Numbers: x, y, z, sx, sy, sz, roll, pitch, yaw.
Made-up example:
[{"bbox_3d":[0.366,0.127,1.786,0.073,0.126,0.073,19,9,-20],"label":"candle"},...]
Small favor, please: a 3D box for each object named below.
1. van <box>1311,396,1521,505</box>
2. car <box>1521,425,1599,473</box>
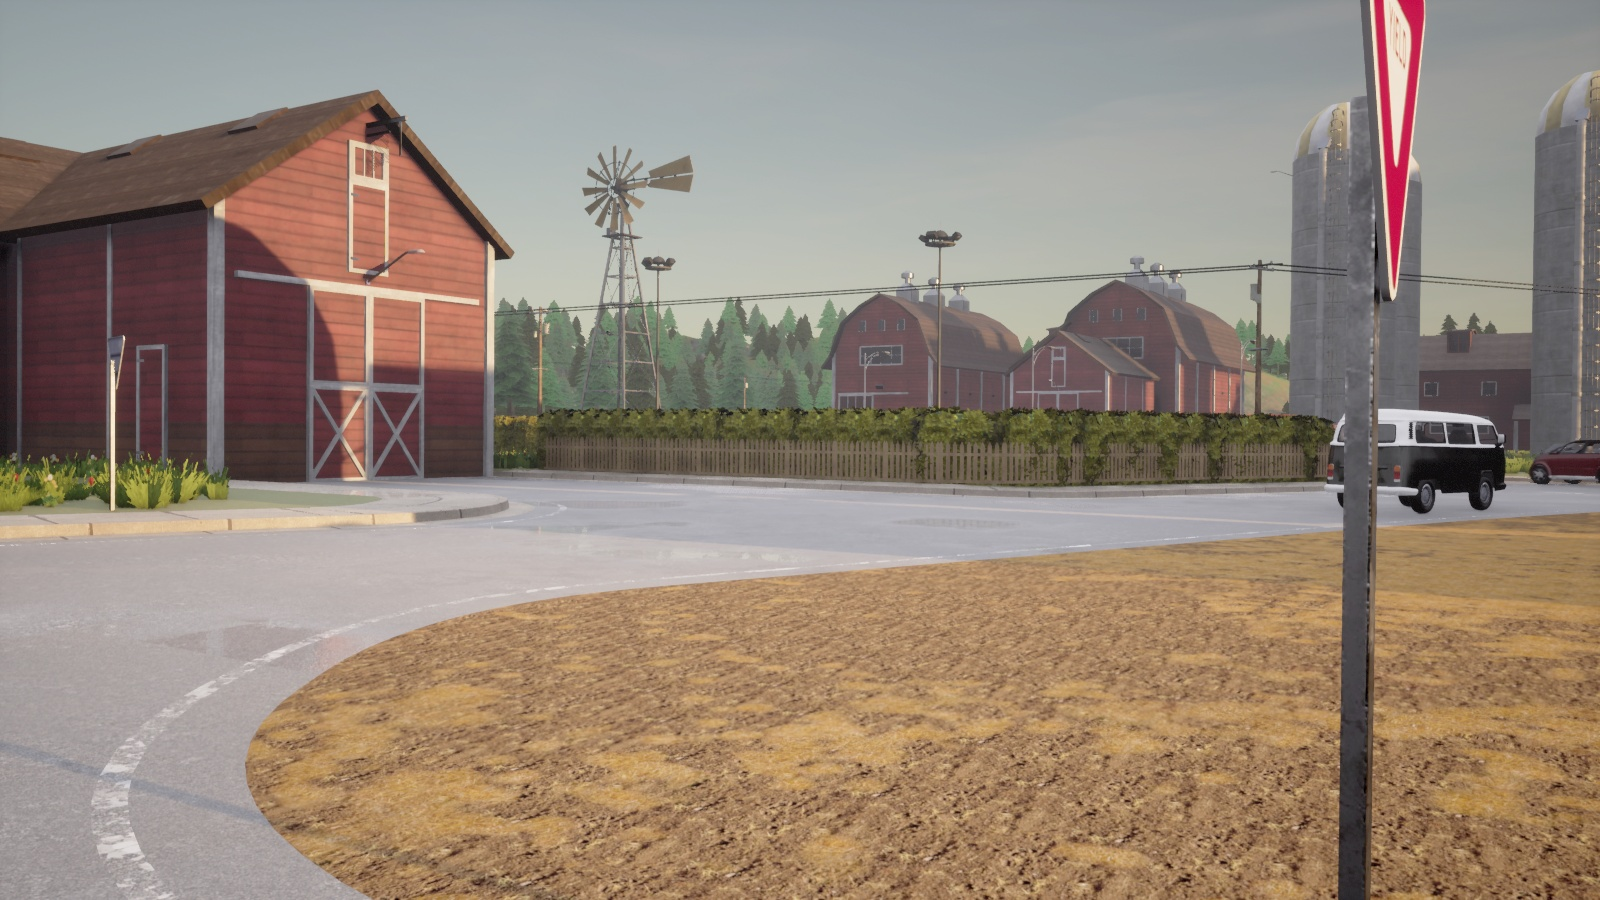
[{"bbox_3d":[12.681,-0.023,25.762,4.480,2.038,2.069,-1,1,-37],"label":"van"},{"bbox_3d":[26.667,-0.040,42.460,1.789,1.549,3.705,-1,0,-19],"label":"car"}]
